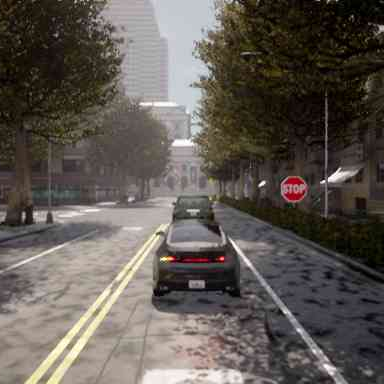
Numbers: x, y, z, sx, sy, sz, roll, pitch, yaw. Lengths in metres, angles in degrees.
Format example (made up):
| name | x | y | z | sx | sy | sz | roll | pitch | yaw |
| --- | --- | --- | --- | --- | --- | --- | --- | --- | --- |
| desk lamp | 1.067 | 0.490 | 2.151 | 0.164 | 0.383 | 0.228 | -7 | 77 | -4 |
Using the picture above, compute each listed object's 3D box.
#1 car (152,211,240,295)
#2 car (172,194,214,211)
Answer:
| name | x | y | z | sx | sy | sz | roll | pitch | yaw |
| --- | --- | --- | --- | --- | --- | --- | --- | --- | --- |
| car | 0.090 | 1.461 | 8.604 | 1.837 | 1.490 | 4.892 | 0 | 0 | 0 |
| car | 0.055 | 1.129 | 18.410 | 2.150 | 2.045 | 5.566 | 0 | 0 | 0 |
